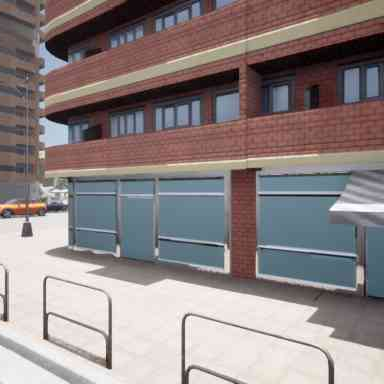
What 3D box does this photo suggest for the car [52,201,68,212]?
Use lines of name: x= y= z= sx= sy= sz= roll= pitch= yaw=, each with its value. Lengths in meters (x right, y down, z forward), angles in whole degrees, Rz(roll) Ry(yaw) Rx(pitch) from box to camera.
car: x=-15.362 y=1.601 z=35.776 sx=1.895 sy=1.301 sz=4.718 roll=0 pitch=0 yaw=36

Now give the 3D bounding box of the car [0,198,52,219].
car: x=-15.468 y=1.352 z=29.690 sx=2.097 sy=1.767 sz=4.553 roll=0 pitch=0 yaw=36
